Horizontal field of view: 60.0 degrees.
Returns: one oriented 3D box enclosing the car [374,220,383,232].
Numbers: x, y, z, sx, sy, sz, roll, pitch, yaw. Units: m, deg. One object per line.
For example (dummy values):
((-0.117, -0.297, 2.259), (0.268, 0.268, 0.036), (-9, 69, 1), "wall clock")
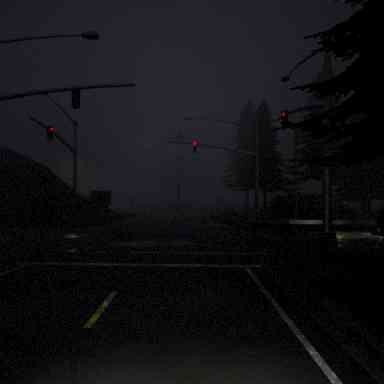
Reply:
((14.214, 1.864, 21.230), (4.553, 1.767, 2.097), (0, -1, 0), "car")
